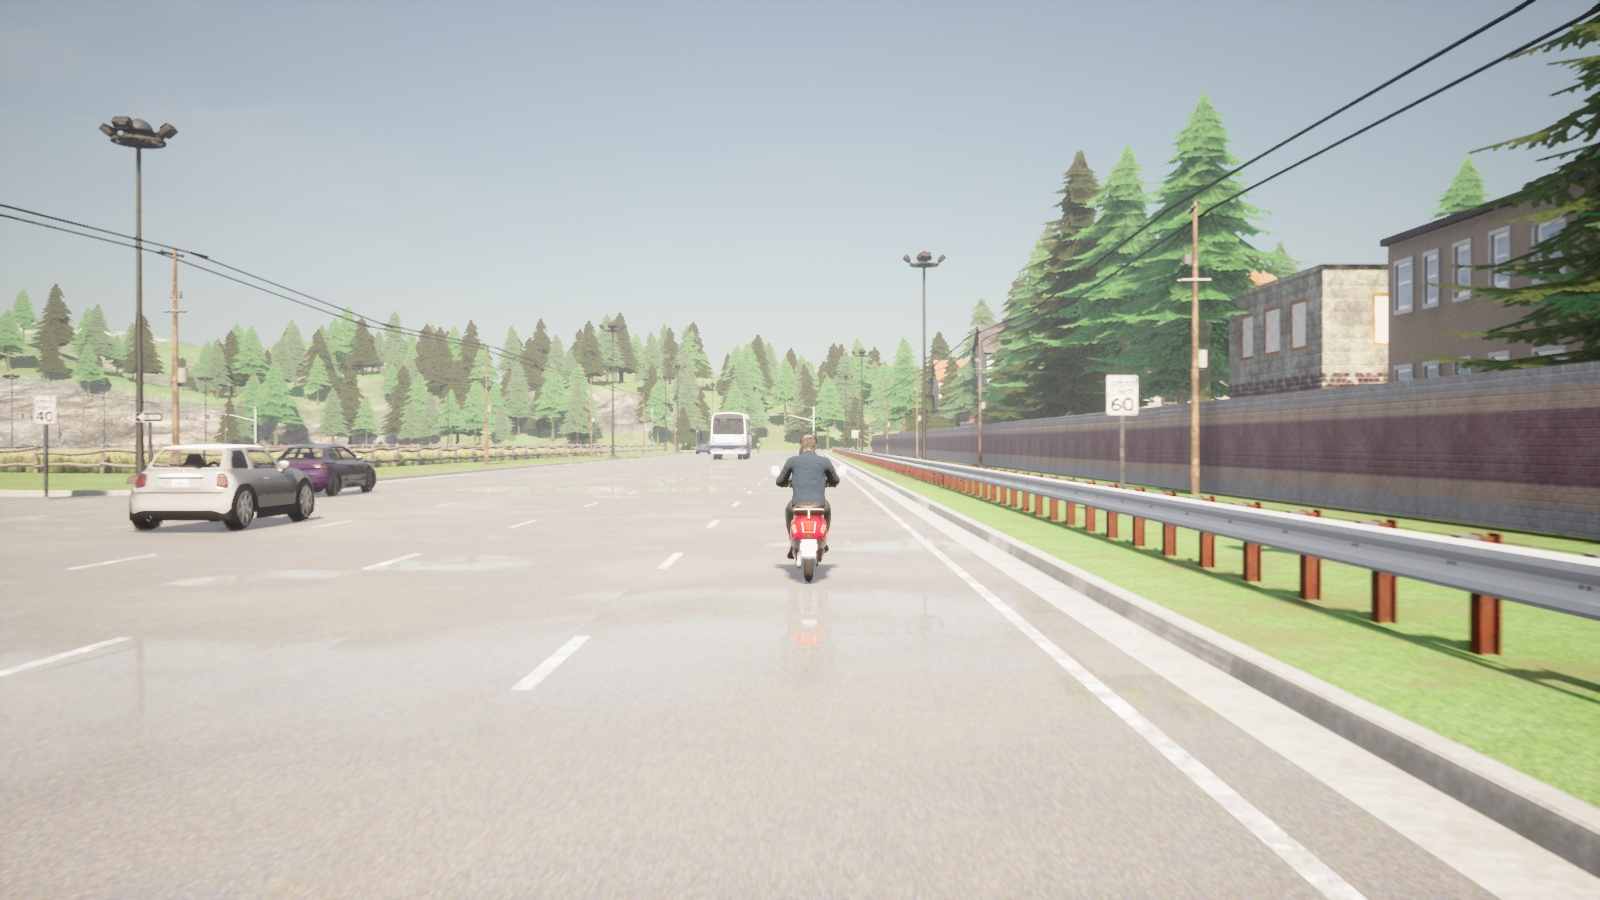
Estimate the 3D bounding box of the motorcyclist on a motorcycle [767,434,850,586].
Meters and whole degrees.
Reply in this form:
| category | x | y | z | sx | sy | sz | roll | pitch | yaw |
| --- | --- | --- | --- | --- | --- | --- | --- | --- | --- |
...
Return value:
| category | x | y | z | sx | sy | sz | roll | pitch | yaw |
| --- | --- | --- | --- | --- | --- | --- | --- | --- | --- |
| motorcyclist on a motorcycle | 0.096 | 0.621 | 14.042 | 0.866 | 1.590 | 1.817 | 0 | 0 | 0 |

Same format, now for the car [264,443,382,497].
| category | x | y | z | sx | sy | sz | roll | pitch | yaw |
| --- | --- | --- | --- | --- | --- | --- | --- | --- | --- |
| car | -13.776 | 0.543 | 36.544 | 1.816 | 1.474 | 4.193 | 0 | 0 | 0 |

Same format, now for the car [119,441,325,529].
| category | x | y | z | sx | sy | sz | roll | pitch | yaw |
| --- | --- | --- | --- | --- | --- | --- | --- | --- | --- |
| car | -10.354 | 0.573 | 22.823 | 1.970 | 1.475 | 3.806 | 0 | 0 | 0 |
